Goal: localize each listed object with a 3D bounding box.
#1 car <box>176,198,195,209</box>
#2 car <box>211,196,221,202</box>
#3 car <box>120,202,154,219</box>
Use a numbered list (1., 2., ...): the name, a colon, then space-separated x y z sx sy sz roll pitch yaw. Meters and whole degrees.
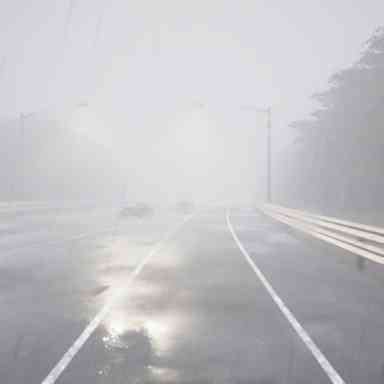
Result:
1. car: -0.954 1.589 47.840 1.812 1.442 4.674 0 0 13
2. car: 5.499 1.583 76.253 2.128 1.511 4.902 0 0 13
3. car: -4.948 1.592 30.287 1.812 1.442 4.674 -1 0 13
